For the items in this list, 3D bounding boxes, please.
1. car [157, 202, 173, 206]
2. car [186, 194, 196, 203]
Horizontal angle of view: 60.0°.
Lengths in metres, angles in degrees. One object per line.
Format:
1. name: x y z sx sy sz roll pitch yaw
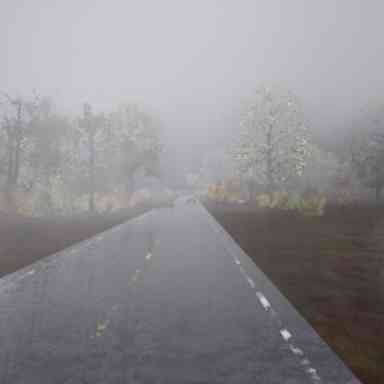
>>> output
1. car: -3.084 1.368 39.154 1.895 1.301 4.718 0 0 0
2. car: -0.153 1.618 70.716 2.033 1.411 5.357 0 0 0
